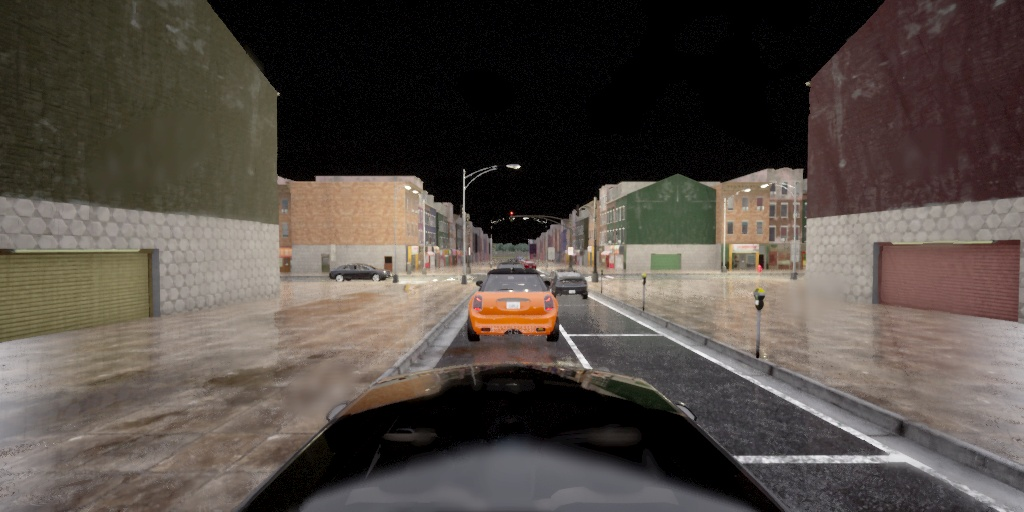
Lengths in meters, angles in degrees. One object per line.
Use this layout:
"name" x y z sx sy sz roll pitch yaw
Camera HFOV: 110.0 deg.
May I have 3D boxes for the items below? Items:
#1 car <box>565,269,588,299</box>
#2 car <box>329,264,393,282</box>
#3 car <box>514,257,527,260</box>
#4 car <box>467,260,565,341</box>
"car" 2.581 1.297 17.546 2.007 1.370 4.403 0 0 0
"car" -12.336 1.366 29.421 4.892 1.490 1.837 0 1 -2
"car" -0.064 1.099 19.864 2.097 1.767 4.553 0 0 0
"car" 0.037 1.100 9.973 2.097 1.767 4.553 0 0 0
